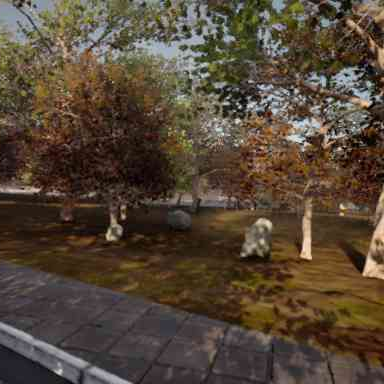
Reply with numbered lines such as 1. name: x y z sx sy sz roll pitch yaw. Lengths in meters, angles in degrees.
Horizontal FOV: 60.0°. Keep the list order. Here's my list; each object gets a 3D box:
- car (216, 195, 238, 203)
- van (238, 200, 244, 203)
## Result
1. car: 8.821 1.750 89.083 2.435 2.045 5.566 6 2 45
2. van: 12.638 2.044 92.973 1.878 1.987 4.442 6 2 45
